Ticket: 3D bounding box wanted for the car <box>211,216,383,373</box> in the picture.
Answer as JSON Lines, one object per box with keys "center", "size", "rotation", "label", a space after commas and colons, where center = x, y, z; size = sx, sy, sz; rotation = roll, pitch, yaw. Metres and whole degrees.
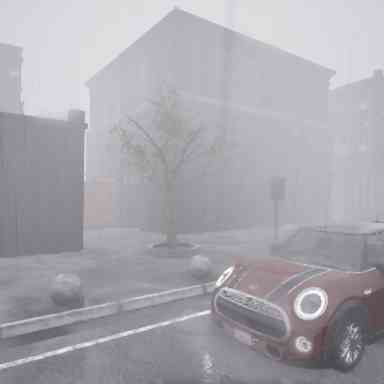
{"center": [2.517, 1.353, 5.767], "size": [4.553, 1.767, 2.097], "rotation": [0, 0, -35], "label": "car"}
